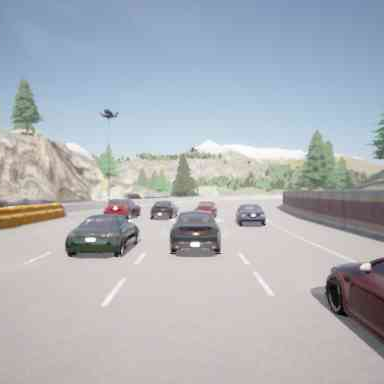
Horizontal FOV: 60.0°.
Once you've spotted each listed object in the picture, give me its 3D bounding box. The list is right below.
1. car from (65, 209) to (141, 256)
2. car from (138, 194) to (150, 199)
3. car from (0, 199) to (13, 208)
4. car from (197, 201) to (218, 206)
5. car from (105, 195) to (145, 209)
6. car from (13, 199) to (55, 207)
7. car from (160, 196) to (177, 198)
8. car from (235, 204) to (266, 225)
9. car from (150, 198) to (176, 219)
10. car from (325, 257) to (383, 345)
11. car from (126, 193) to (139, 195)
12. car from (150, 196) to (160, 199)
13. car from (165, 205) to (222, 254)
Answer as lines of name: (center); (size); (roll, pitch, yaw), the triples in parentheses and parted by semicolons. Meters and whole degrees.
car: (-3.345, 1.565, 13.091); (1.994, 1.385, 4.181); (0, 0, 1)
car: (-10.211, 1.558, 78.157); (1.994, 1.385, 4.181); (0, 0, 25)
car: (-18.928, 1.495, 37.318); (2.128, 1.511, 4.902); (0, 0, 10)
car: (1.348, 1.529, 29.814); (1.812, 1.442, 4.674); (0, 0, 7)
car: (-5.839, 1.355, 28.529); (2.097, 1.767, 4.553); (0, 0, 6)
car: (-15.854, 1.529, 34.398); (1.812, 1.442, 4.674); (0, 0, 9)
car: (-4.450, 1.535, 73.851); (2.033, 1.411, 5.357); (0, 0, 23)
car: (4.174, 1.550, 23.930); (2.033, 1.411, 5.357); (0, 0, 5)
car: (-2.295, 1.508, 28.857); (1.837, 1.490, 4.892); (0, 0, 7)
car: (3.585, 1.566, 4.843); (1.994, 1.385, 4.181); (0, 0, 0)
car: (-14.268, 1.213, 77.594); (2.150, 2.045, 5.566); (0, 0, 23)
car: (-6.886, 1.522, 77.002); (2.033, 1.411, 5.357); (0, 0, 25)
car: (0.159, 1.506, 13.529); (1.837, 1.490, 4.892); (0, 0, 1)
